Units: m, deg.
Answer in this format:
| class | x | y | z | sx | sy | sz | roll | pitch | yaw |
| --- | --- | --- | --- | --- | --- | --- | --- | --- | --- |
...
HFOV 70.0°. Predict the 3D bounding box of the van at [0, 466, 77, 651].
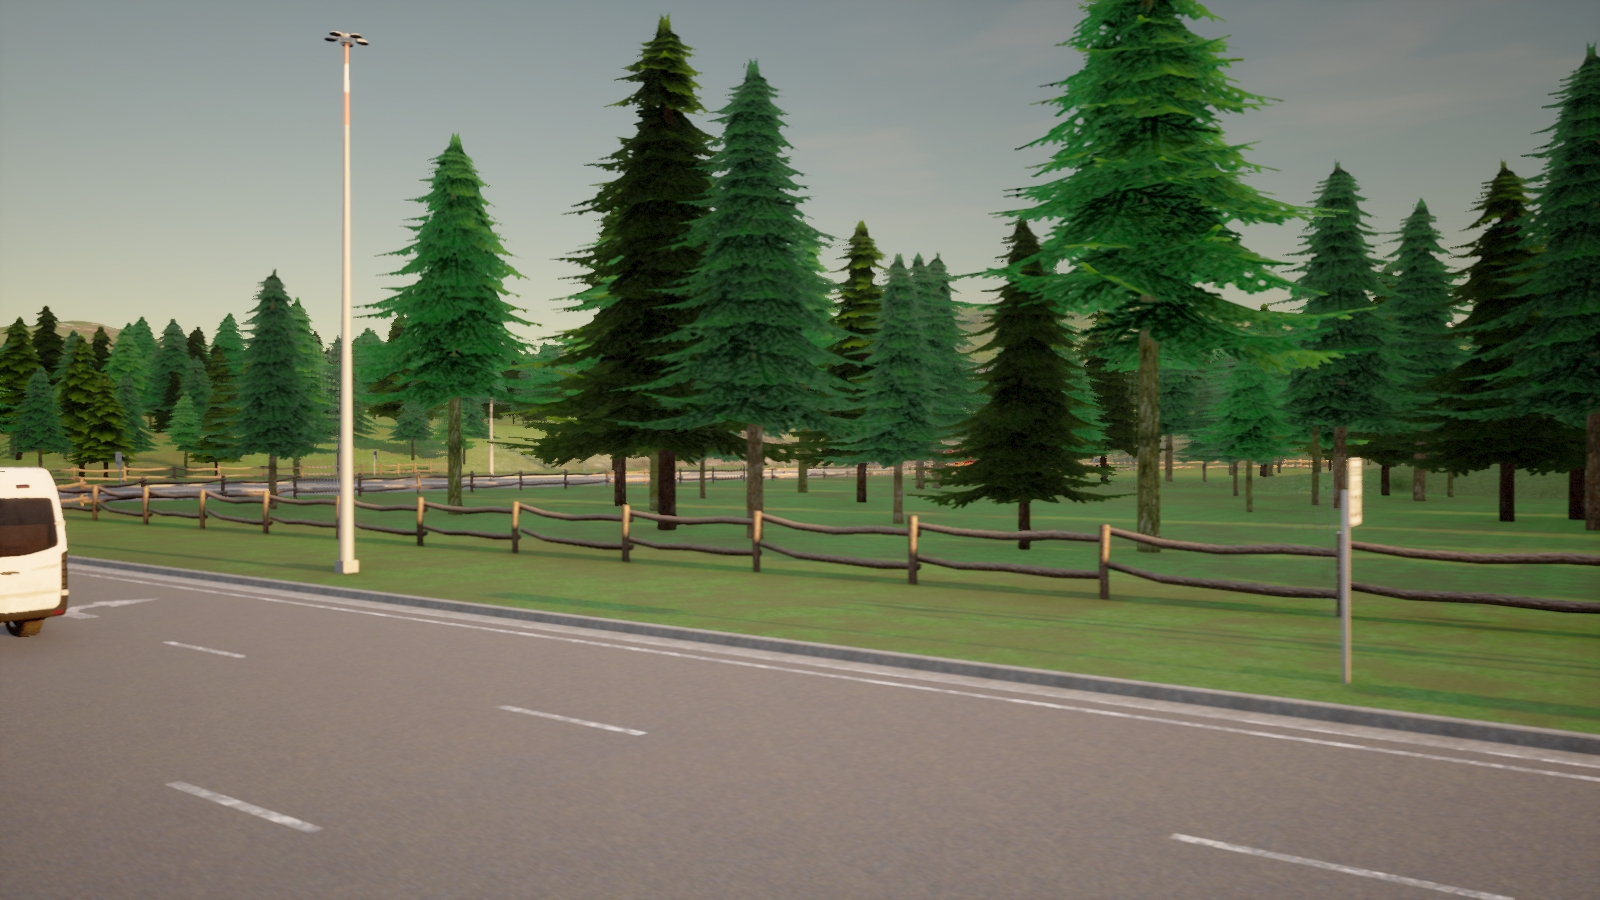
| class | x | y | z | sx | sy | sz | roll | pitch | yaw |
| --- | --- | --- | --- | --- | --- | --- | --- | --- | --- |
| van | -13.641 | 1.533 | 17.519 | 5.915 | 2.561 | 1.988 | 0 | 0 | 33 |
